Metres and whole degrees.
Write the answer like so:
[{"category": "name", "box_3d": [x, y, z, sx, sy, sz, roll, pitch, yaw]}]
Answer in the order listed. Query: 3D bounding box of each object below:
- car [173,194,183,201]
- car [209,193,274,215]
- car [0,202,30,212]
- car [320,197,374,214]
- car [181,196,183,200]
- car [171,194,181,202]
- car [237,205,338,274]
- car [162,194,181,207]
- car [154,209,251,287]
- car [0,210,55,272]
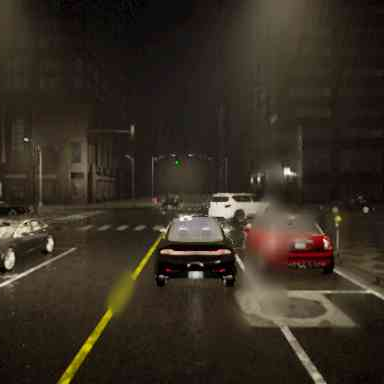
[{"category": "car", "box_3d": [-3.106, 1.201, 74.828, 1.994, 1.385, 4.181, 0, 0, 0]}, {"category": "car", "box_3d": [3.734, 1.110, 24.115, 5.566, 2.045, 2.150, -1, -1, -39]}, {"category": "car", "box_3d": [-16.420, 1.497, 28.481, 4.718, 1.301, 1.895, 0, 1, 0]}, {"category": "car", "box_3d": [14.874, 1.287, 32.010, 4.892, 1.490, 1.837, 0, 1, 0]}, {"category": "car", "box_3d": [-3.087, 1.218, 55.460, 2.128, 1.511, 4.902, 0, 0, 0]}, {"category": "car", "box_3d": [-3.063, 1.190, 64.988, 1.837, 1.490, 4.892, 0, 0, 0]}, {"category": "car", "box_3d": [2.755, 1.384, 10.396, 1.967, 1.590, 4.097, 0, 0, 0]}, {"category": "car", "box_3d": [-3.059, 1.117, 46.684, 2.097, 1.767, 4.553, 0, 0, -1]}, {"category": "car", "box_3d": [0.082, 1.442, 9.134, 2.128, 1.511, 4.902, 0, 0, 0]}, {"category": "car", "box_3d": [-5.770, 1.495, 10.392, 2.008, 1.369, 4.403, 0, 0, 0]}]
